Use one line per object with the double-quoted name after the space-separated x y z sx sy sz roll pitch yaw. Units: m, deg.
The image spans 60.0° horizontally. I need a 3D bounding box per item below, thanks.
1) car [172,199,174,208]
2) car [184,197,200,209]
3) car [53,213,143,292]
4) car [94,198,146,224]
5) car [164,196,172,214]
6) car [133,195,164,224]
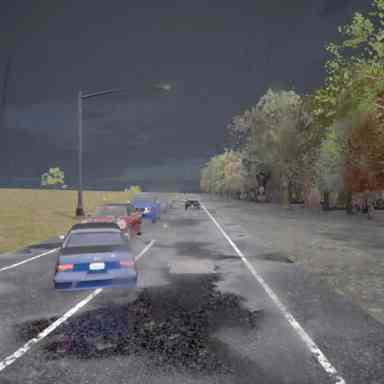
-3.610 1.347 45.312 2.097 1.767 4.553 0 0 0 "car"
0.041 1.500 44.255 1.837 1.490 4.892 0 0 0 "car"
-2.656 1.549 9.149 2.033 1.411 5.357 0 0 -17 "car"
-3.678 1.353 15.635 2.097 1.767 4.553 0 0 1 "car"
-3.608 1.351 35.305 2.097 1.767 4.553 0 0 0 "car"
-3.614 1.223 25.300 2.150 2.045 5.566 0 0 -1 "car"
